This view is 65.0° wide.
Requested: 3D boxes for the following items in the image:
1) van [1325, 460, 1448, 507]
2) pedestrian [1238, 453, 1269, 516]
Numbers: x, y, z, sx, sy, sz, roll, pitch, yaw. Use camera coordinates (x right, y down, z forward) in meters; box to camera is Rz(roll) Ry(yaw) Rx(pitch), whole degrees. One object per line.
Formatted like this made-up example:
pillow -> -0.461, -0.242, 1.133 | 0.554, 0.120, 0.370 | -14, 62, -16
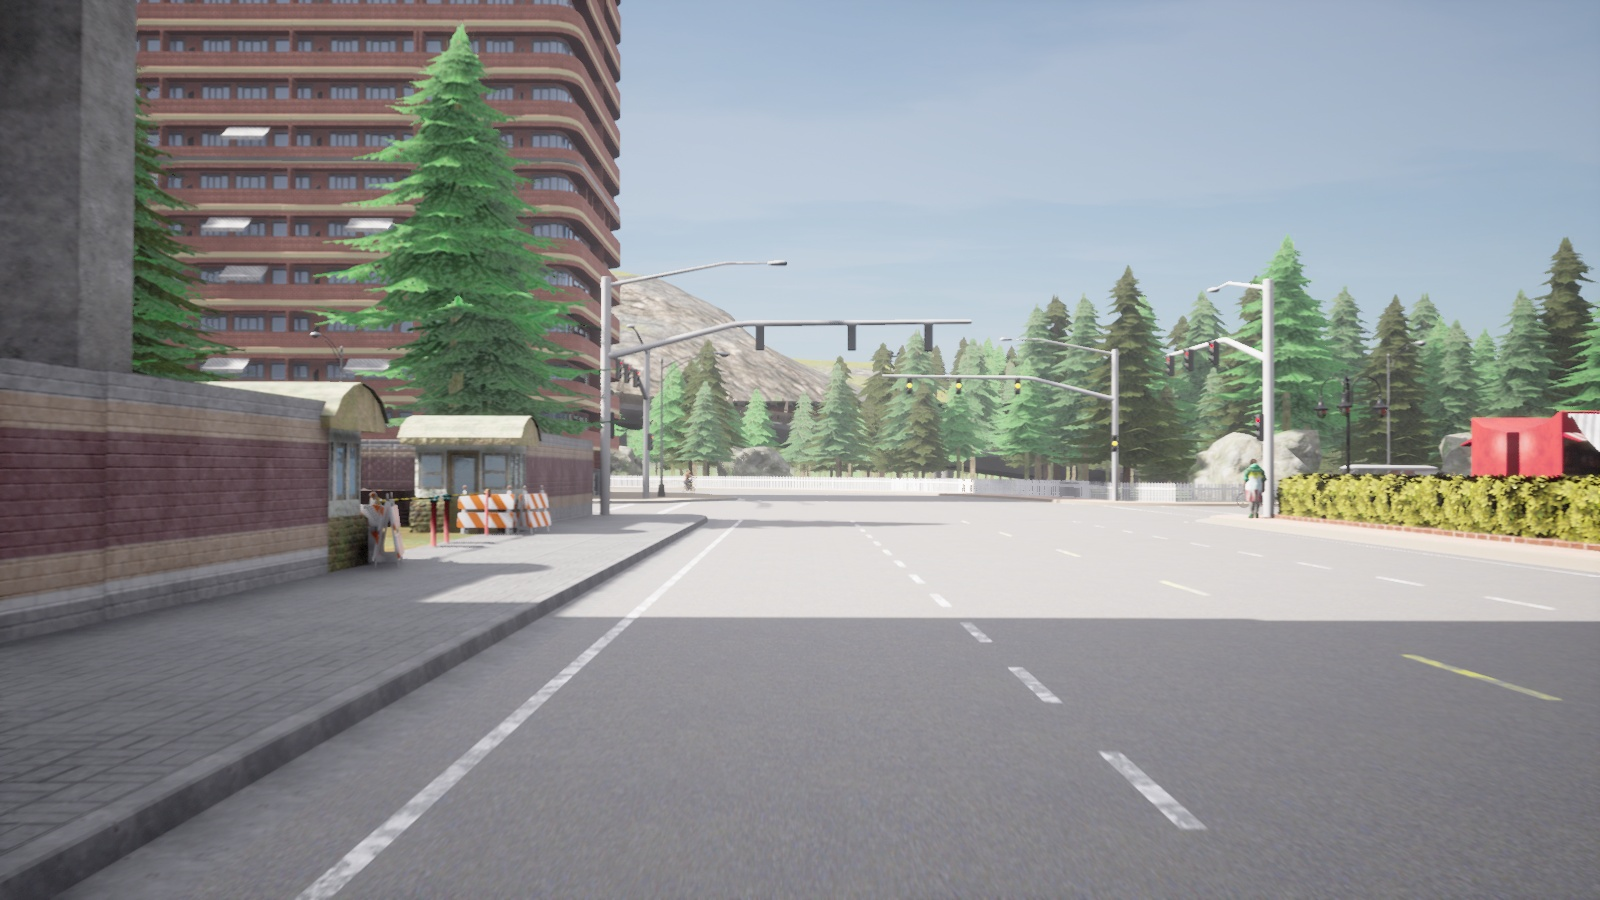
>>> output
van -> 25.225, 1.428, 54.134 | 4.442, 1.987, 1.775 | 0, -1, 0
pedestrian -> 14.111, 1.066, 39.057 | 0.659, 1.952, 0.873 | 0, -1, 2
